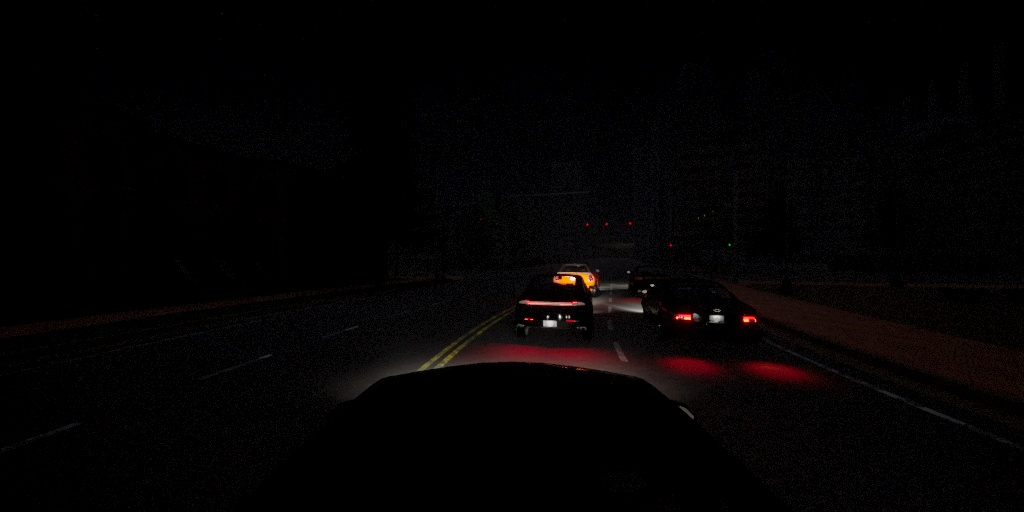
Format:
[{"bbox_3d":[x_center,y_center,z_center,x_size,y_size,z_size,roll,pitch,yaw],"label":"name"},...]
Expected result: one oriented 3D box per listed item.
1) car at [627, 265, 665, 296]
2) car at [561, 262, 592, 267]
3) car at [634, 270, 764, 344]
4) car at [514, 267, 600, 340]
[{"bbox_3d":[7.254,1.228,19.135,1.882,1.535,5.008,0,0,16],"label":"car"},{"bbox_3d":[3.487,1.102,18.963,2.097,1.767,4.553,0,0,16],"label":"car"},{"bbox_3d":[4.696,1.297,9.647,2.033,1.411,5.357,0,0,13],"label":"car"},{"bbox_3d":[1.323,1.242,10.076,2.128,1.511,4.902,0,0,12],"label":"car"}]
